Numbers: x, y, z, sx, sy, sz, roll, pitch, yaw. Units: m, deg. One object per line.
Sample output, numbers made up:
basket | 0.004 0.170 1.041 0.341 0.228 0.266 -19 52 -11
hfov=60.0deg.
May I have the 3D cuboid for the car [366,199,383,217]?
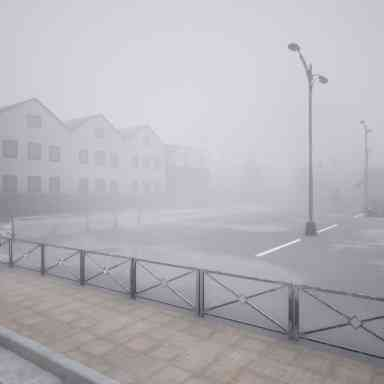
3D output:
car | 15.339 1.298 26.865 2.007 1.523 4.514 0 0 35
